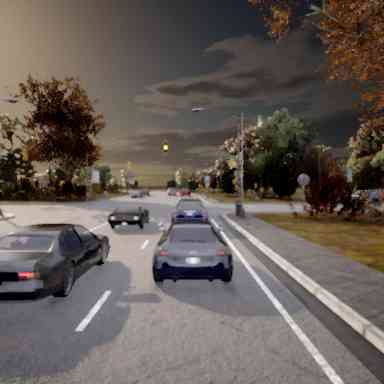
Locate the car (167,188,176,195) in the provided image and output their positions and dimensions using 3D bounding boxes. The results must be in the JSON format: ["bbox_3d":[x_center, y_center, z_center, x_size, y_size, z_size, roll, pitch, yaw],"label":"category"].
[{"bbox_3d":[-5.109,0.387,87.506,1.994,1.385,4.181,0,1,-5],"label":"car"}]

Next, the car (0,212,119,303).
[{"bbox_3d":[-3.498,1.491,8.296,2.033,1.411,5.357,0,1,0],"label":"car"}]

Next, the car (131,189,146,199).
[{"bbox_3d":[-11.388,0.712,69.203,1.994,1.385,4.181,0,1,-1],"label":"car"}]

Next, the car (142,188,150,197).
[{"bbox_3d":[-11.943,0.117,84.689,2.150,2.045,5.566,0,1,-3],"label":"car"}]

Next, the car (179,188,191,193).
[{"bbox_3d":[-1.556,0.070,86.857,2.150,2.045,5.566,0,1,-5],"label":"car"}]

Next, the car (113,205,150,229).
[{"bbox_3d":[-3.666,1.404,20.078,1.895,1.301,4.718,0,1,-1],"label":"car"}]

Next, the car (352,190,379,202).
[{"bbox_3d":[23.443,0.753,41.643,5.566,2.045,2.150,0,1,-3],"label":"car"}]

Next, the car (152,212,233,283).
[{"bbox_3d":[-0.009,1.497,9.526,1.994,1.385,4.181,0,1,-1],"label":"car"}]

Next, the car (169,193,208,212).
[{"bbox_3d":[-0.142,1.160,19.785,2.097,1.767,4.553,0,1,-1],"label":"car"}]
